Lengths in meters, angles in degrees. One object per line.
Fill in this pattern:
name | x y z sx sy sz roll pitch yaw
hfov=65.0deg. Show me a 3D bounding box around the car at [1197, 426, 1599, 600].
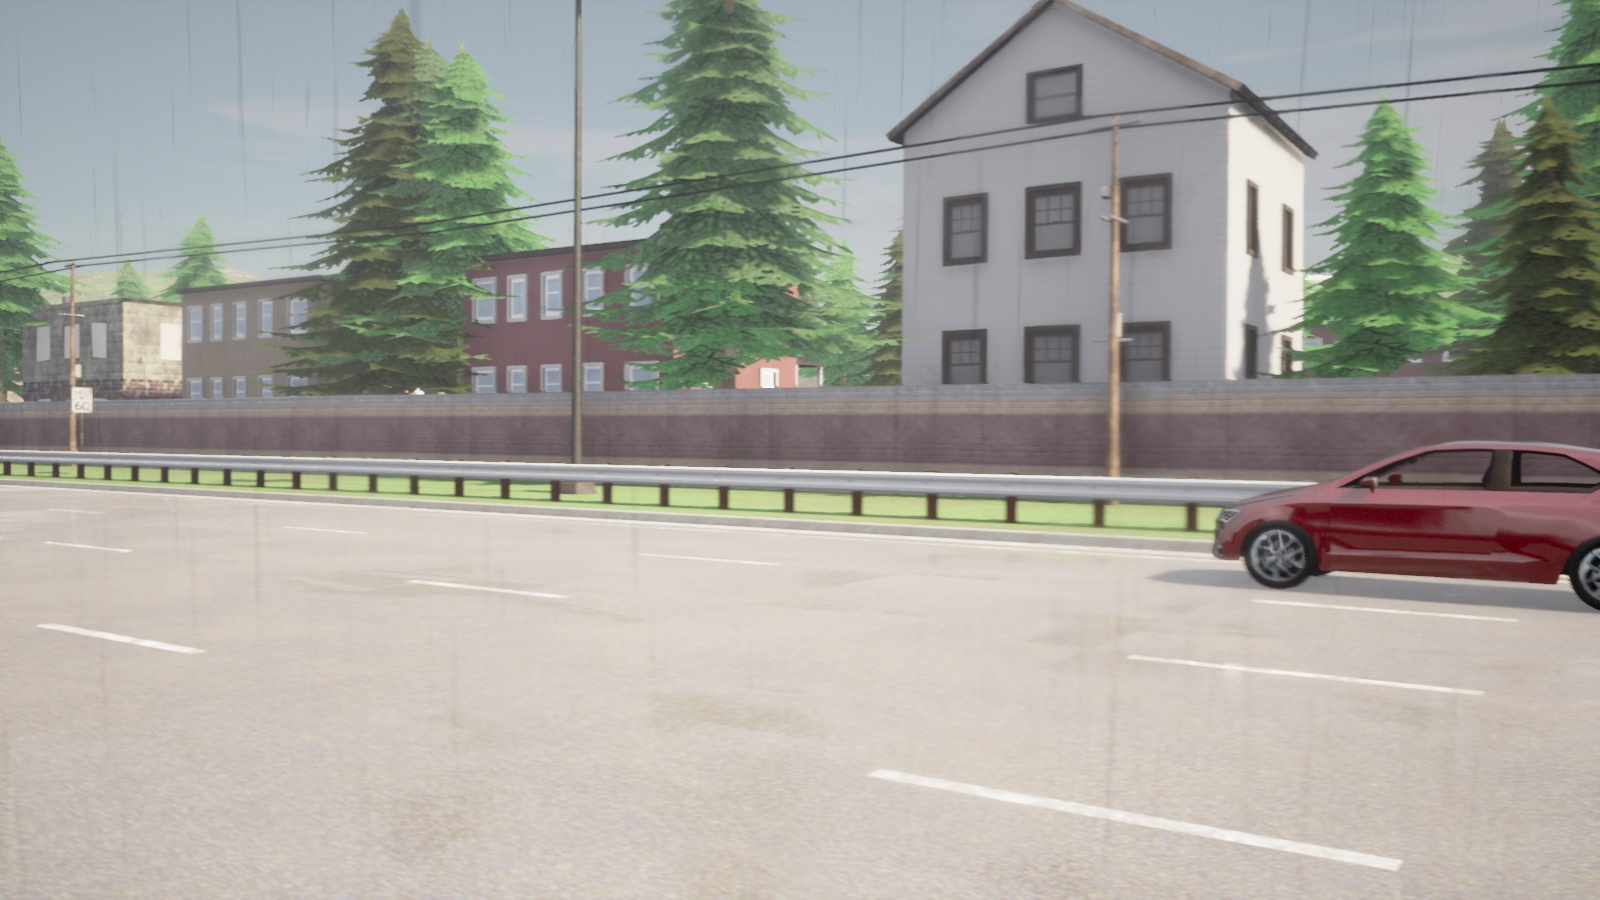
car | 6.210 0.528 12.103 4.193 1.474 1.816 0 1 34
